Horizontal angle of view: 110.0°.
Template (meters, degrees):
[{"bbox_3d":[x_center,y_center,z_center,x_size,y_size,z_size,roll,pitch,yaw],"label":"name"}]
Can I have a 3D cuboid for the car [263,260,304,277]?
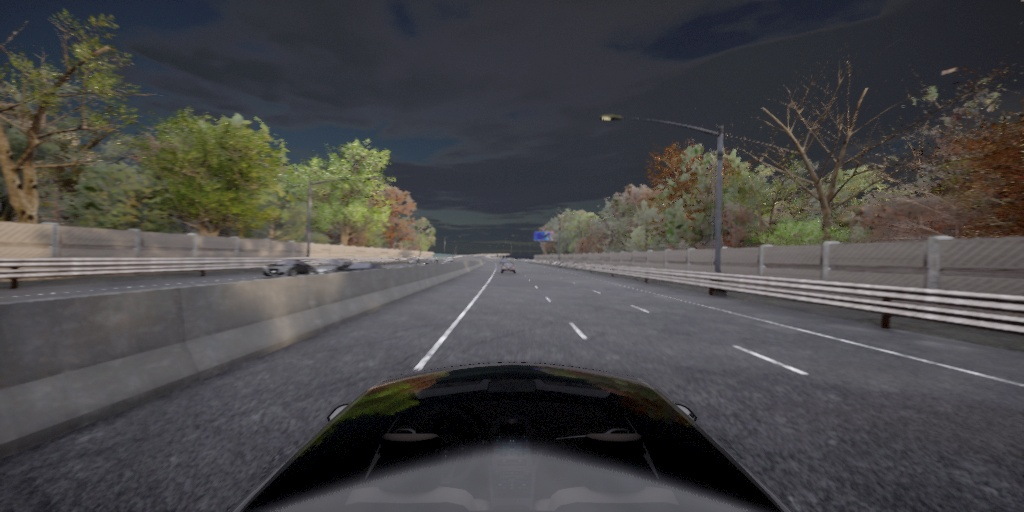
[{"bbox_3d":[-17.703,0.977,28.598,1.994,1.385,4.181,1,0,-1],"label":"car"}]

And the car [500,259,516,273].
[{"bbox_3d":[-0.468,1.466,46.486,2.033,1.411,5.357,1,0,-1],"label":"car"}]

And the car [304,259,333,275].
[{"bbox_3d":[-14.209,0.996,29.122,2.128,1.511,4.902,1,0,-1],"label":"car"}]

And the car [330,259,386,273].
[{"bbox_3d":[-10.671,1.127,25.991,2.033,1.411,5.357,1,0,-1],"label":"car"}]
